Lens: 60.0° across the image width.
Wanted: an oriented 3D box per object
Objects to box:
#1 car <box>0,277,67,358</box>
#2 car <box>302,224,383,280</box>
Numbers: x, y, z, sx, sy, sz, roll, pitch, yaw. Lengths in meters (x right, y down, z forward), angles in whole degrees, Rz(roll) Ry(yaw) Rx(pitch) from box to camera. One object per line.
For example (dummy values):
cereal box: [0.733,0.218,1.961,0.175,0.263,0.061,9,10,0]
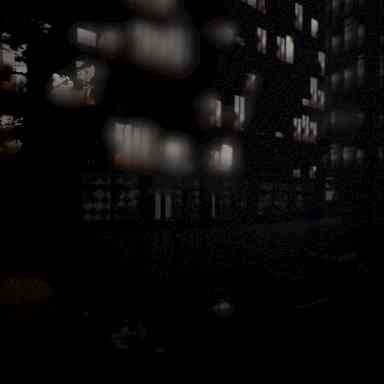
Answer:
car: [-3.998,1.514,3.698,4.829,1.417,1.752,1,0,-36]
car: [5.190,1.678,10.257,4.206,1.307,1.802,1,0,-36]
